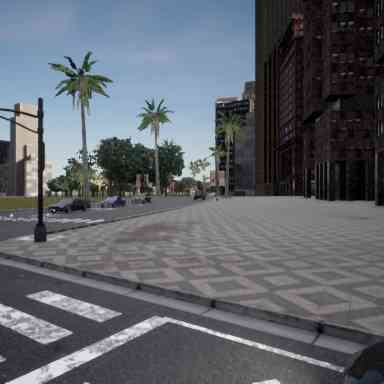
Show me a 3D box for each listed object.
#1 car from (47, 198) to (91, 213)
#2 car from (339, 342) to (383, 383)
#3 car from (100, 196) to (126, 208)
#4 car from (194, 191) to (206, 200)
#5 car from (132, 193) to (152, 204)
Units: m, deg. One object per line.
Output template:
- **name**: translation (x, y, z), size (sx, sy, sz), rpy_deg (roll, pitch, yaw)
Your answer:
- **car**: translation (-12.435, 1.363, 34.170), size (2.033, 1.411, 5.357), rpy_deg (0, 0, 14)
- **car**: translation (3.208, 1.505, 1.422), size (4.892, 1.490, 1.837), rpy_deg (0, 0, 34)
- **car**: translation (-10.213, 1.260, 43.564), size (1.812, 1.442, 4.674), rpy_deg (0, 1, 13)
- **car**: translation (1.707, 0.692, 71.364), size (2.150, 2.045, 5.566), rpy_deg (0, 1, 8)
- **car**: translation (-8.088, 0.995, 53.645), size (2.097, 1.767, 4.553), rpy_deg (0, 1, 11)
